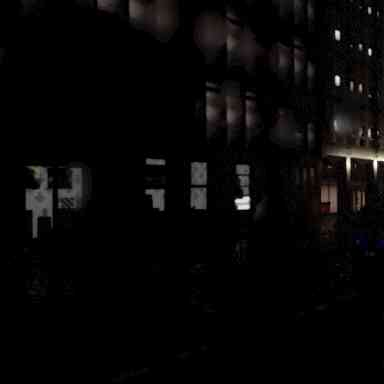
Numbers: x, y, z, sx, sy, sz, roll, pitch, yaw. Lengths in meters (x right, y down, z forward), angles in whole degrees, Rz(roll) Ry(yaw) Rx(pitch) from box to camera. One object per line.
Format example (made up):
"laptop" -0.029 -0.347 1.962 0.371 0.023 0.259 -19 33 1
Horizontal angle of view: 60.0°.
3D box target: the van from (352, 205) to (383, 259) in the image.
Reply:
"van" 7.009 1.313 11.103 3.998 1.788 1.690 0 0 -36
